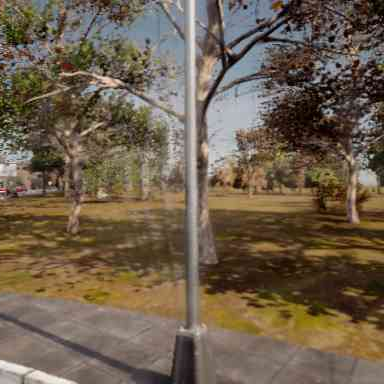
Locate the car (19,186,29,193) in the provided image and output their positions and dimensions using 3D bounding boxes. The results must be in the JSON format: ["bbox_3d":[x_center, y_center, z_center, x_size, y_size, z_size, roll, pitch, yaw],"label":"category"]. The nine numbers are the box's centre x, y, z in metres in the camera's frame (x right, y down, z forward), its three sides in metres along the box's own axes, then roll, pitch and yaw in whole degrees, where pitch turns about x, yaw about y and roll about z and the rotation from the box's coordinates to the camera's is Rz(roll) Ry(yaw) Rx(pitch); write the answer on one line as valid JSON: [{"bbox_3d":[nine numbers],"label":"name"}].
[{"bbox_3d":[-35.355,-0.464,68.798,1.812,1.442,4.674,-1,2,-14],"label":"car"}]

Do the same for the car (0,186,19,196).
[{"bbox_3d":[-32.852,0.013,58.688,2.128,1.511,4.902,-1,2,-14],"label":"car"}]
